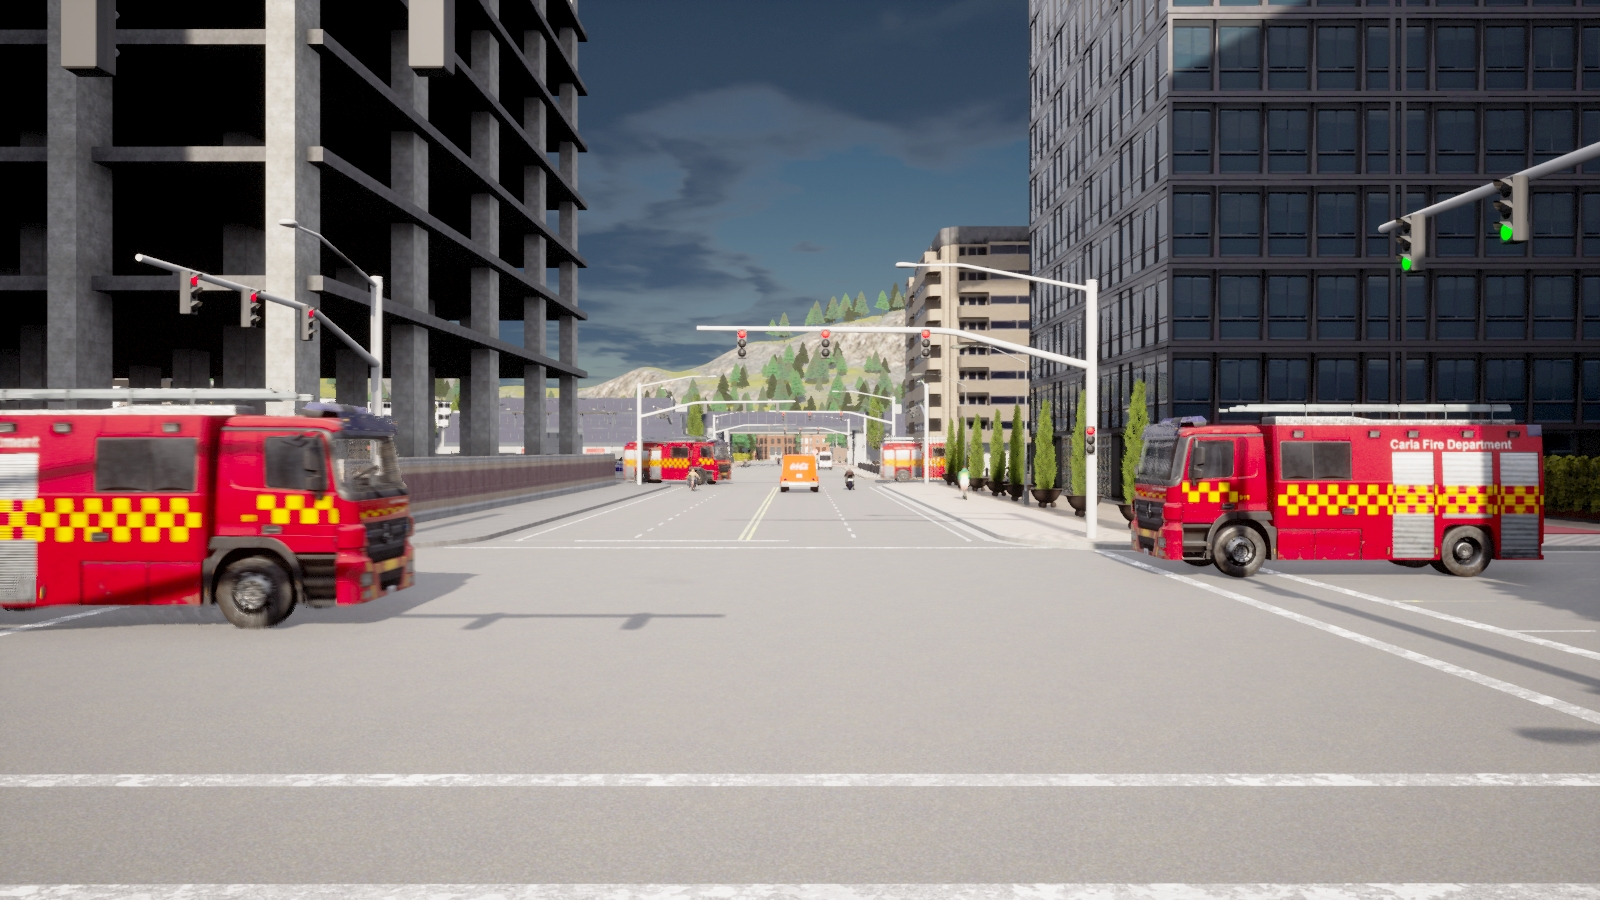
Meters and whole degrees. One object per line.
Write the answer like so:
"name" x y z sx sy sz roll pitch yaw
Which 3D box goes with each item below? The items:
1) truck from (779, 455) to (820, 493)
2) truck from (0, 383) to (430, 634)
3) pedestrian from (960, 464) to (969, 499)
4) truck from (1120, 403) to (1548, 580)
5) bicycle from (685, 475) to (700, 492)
"truck" -0.023 1.564 76.782 2.627 2.467 5.204 0 0 0
"truck" -10.811 0.889 18.841 8.468 3.827 2.891 0 0 0
"pedestrian" 8.765 1.693 60.857 0.375 1.860 0.375 0 0 -1
"truck" 11.970 0.889 26.163 8.468 3.827 2.891 0 0 -1
"bicycle" -7.141 2.229 75.958 0.859 1.126 1.487 0 0 -1
